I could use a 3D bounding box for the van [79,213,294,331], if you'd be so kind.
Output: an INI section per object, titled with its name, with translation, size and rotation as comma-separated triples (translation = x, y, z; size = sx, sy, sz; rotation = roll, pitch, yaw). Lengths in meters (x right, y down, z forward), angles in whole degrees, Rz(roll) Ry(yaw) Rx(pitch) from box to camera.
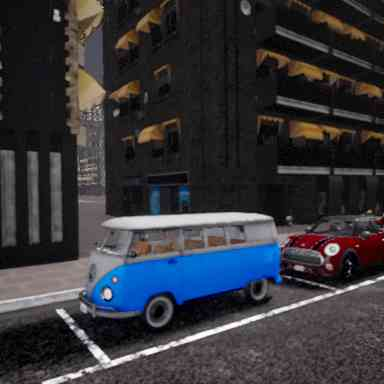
[van]
translation = -0.029, 1.334, 6.560
size = 3.998, 1.788, 1.690
rotation = 0, -1, -35

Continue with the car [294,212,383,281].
[car]
translation = 4.375, 1.424, 9.698
size = 4.097, 1.590, 1.967
rotation = 0, -1, -35
